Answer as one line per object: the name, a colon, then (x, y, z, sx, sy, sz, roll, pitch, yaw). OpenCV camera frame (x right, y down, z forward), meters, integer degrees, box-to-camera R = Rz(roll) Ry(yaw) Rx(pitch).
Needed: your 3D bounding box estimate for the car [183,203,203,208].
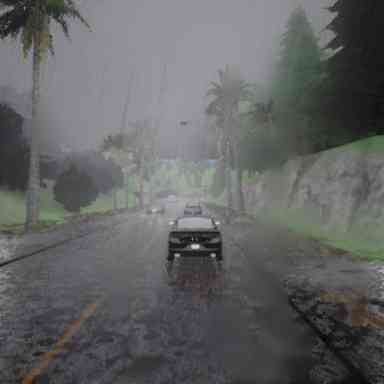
car: (0.112, 1.882, 35.300, 2.128, 1.511, 4.902, 0, -1, 0)

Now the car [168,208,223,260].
car: (0.106, 1.624, 13.169, 1.882, 1.535, 5.008, 0, 0, 0)

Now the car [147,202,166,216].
car: (-4.079, 1.916, 38.407, 2.128, 1.511, 4.902, 0, -1, 0)

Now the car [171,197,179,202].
car: (-4.029, 1.961, 78.891, 1.882, 1.535, 5.008, 0, -1, 0)
